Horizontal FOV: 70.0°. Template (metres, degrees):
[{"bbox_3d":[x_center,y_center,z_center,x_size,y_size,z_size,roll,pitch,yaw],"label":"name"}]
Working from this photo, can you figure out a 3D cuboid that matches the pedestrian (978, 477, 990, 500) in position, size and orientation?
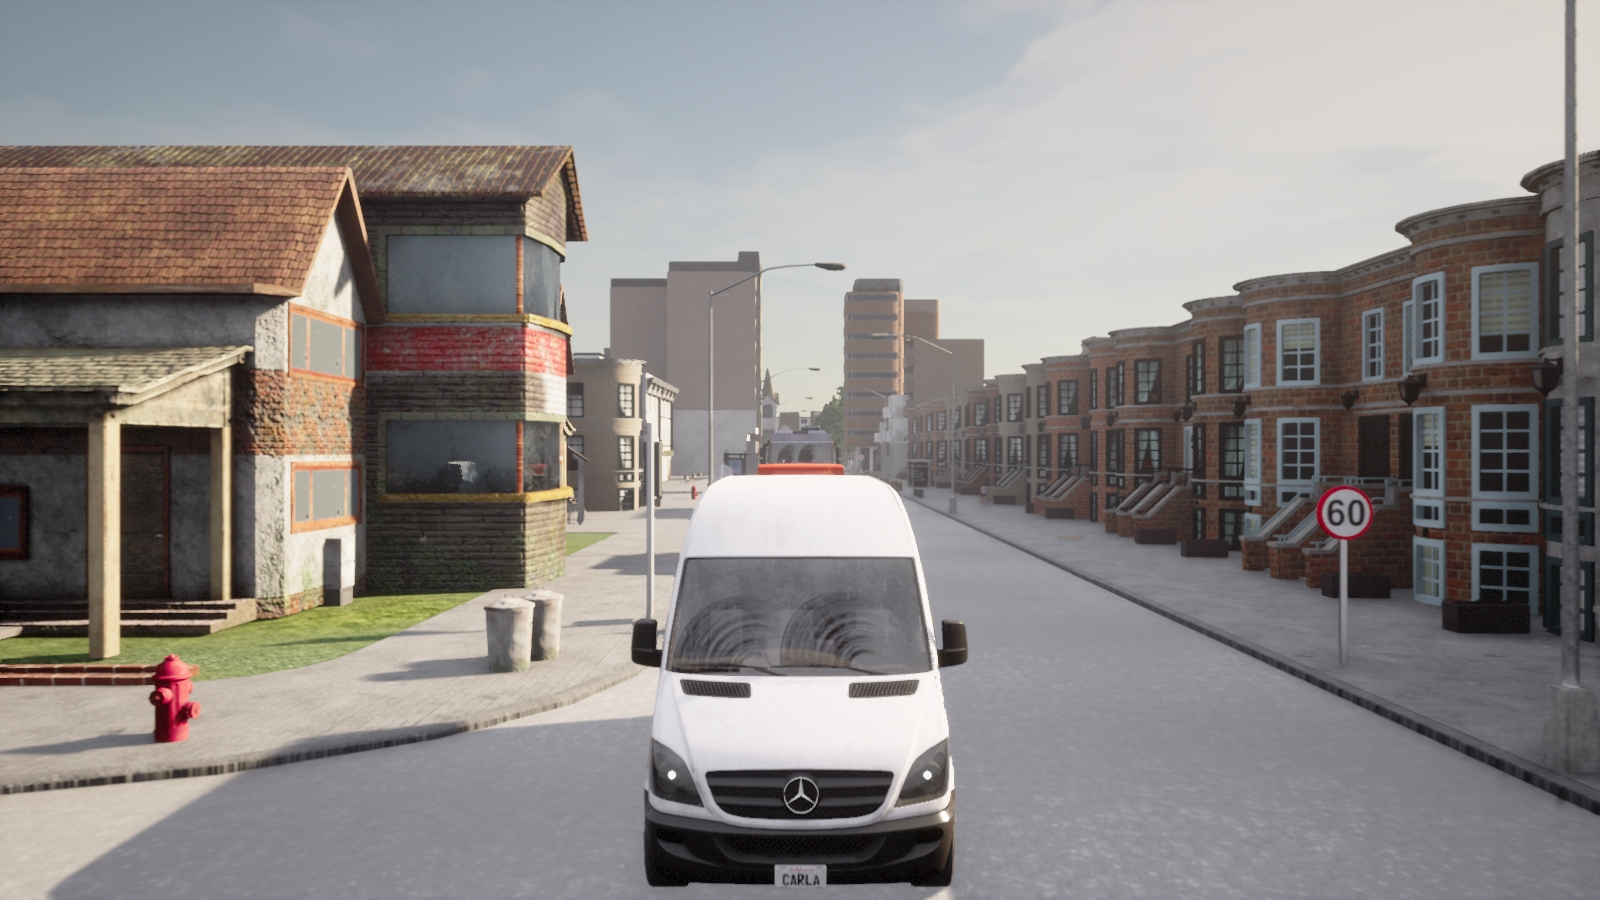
[{"bbox_3d":[9.078,1.904,56.368,0.500,1.100,0.500,0,0,-7],"label":"pedestrian"}]

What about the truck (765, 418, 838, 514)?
[{"bbox_3d":[0.030,0.665,49.954,2.891,3.827,8.468,0,-1,0],"label":"truck"}]

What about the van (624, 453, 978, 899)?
[{"bbox_3d":[0.004,1.314,9.379,1.988,2.561,5.915,0,0,0],"label":"van"}]
